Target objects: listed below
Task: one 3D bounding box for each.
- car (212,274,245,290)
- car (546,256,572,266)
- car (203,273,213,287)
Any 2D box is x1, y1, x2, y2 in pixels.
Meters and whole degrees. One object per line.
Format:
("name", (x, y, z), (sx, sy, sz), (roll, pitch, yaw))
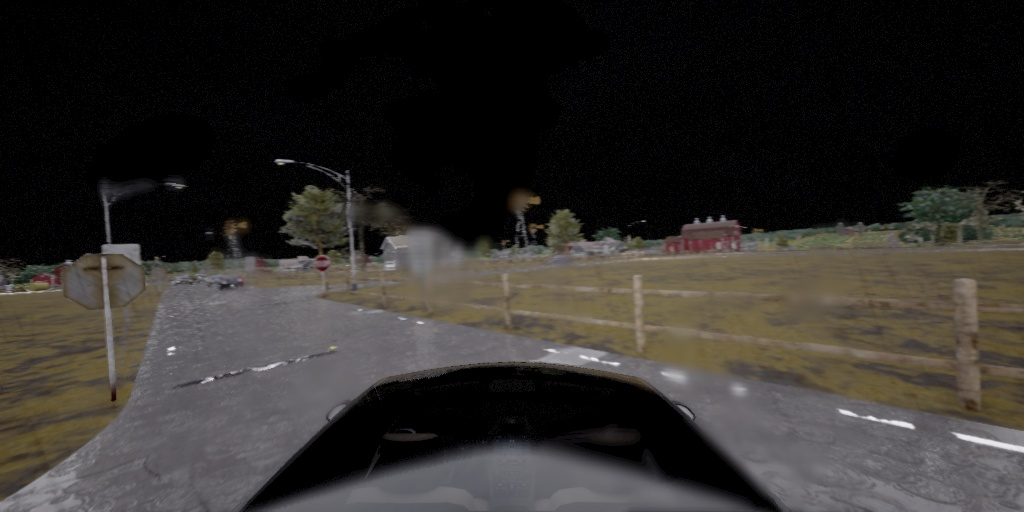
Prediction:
("car", (-27.223, 2.503, 34.595), (1.895, 1.301, 4.718), (-4, 1, -43))
("car", (6.920, 0.705, 52.544), (4.674, 1.442, 1.812), (-3, 1, -43))
("car", (-34.961, 2.862, 42.640), (2.033, 1.411, 5.357), (-4, 1, -43))
